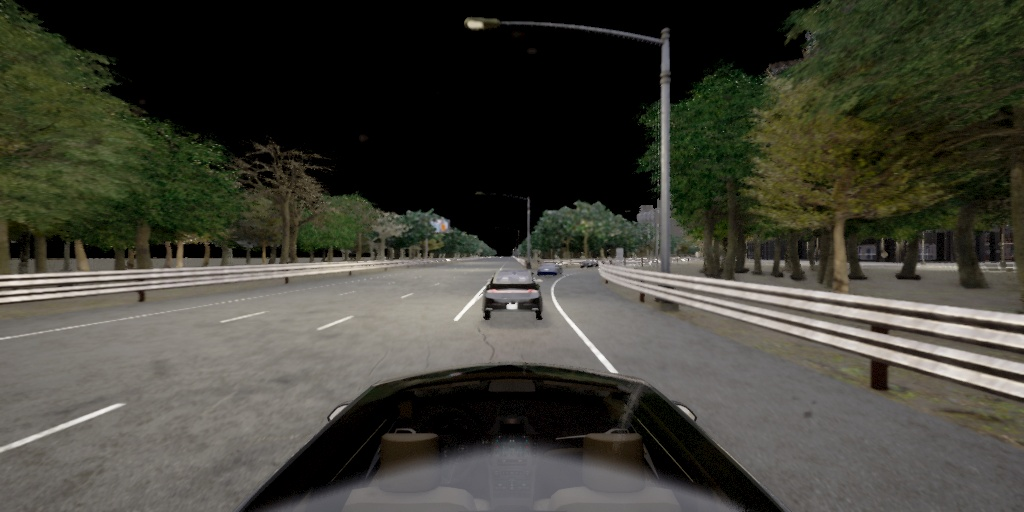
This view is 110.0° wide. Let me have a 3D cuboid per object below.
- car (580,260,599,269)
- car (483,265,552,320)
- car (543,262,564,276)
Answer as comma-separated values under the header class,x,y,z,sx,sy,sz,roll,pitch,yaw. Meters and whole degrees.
class,x,y,z,sx,sy,sz,roll,pitch,yaw
car,12.004,1.281,54.507,1.895,1.301,4.718,0,0,31
car,0.084,1.230,12.625,2.128,1.511,4.902,0,0,2
car,3.945,1.277,36.232,1.994,1.385,4.181,0,0,17
